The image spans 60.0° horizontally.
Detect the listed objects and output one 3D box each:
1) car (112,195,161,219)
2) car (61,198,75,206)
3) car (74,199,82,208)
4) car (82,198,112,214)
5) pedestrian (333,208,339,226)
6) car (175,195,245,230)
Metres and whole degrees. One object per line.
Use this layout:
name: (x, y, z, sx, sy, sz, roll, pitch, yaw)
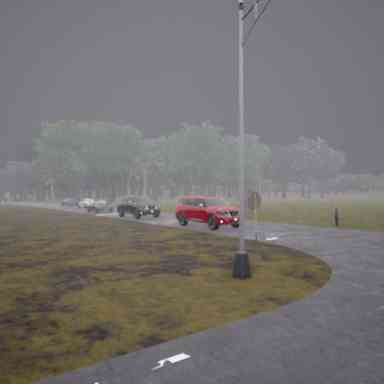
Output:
car: (-5.014, 1.304, 30.543, 2.150, 2.045, 5.566, -2, 1, -36)
car: (-21.812, 1.773, 59.096, 2.128, 1.511, 4.902, -2, 0, -36)
car: (-15.967, 1.697, 50.930, 1.812, 1.442, 4.674, -2, 1, -36)
car: (-10.799, 1.663, 38.642, 1.812, 1.442, 4.674, -2, 1, -35)
pedestrian: (9.159, 1.606, 21.012, 0.500, 1.100, 0.500, -2, 1, -36)
car: (1.009, 1.278, 22.109, 2.150, 2.045, 5.566, -2, 1, -35)
